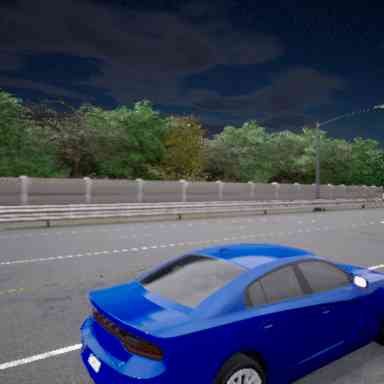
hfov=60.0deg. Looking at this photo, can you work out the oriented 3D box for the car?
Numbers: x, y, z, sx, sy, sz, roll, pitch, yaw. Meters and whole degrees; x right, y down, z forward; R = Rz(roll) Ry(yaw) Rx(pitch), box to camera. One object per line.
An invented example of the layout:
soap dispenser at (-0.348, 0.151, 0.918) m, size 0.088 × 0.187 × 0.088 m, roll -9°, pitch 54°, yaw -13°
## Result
car at (1.076, 1.472, 4.635) m, size 5.008 × 1.535 × 1.882 m, roll 0°, pitch 0°, yaw -35°
